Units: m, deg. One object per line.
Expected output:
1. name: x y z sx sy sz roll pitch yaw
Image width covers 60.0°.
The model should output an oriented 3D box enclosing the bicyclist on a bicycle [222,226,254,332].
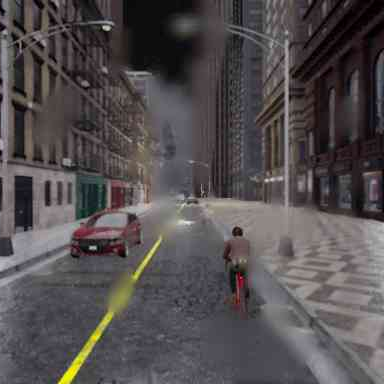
1. bicyclist on a bicycle: 0.826 1.453 5.875 0.582 1.620 1.656 0 0 0

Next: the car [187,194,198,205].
1. car: 0.100 1.580 61.547 1.837 1.490 4.892 0 0 0

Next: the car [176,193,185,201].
1. car: -2.998 1.357 86.904 2.150 2.045 5.566 0 0 0

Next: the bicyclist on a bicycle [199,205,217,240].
1. bicyclist on a bicycle: 0.786 1.438 16.091 0.866 1.612 1.509 0 0 0

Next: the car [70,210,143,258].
1. car: -3.100 1.478 12.915 1.882 1.535 5.008 0 0 0
